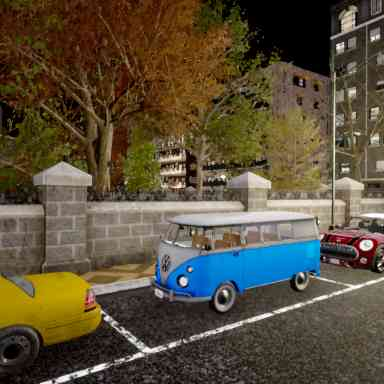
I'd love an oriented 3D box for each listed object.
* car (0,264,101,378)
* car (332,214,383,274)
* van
[{"bbox_3d":[-3.608,1.525,3.976,4.829,1.417,1.752,0,1,-35],"label":"car"},{"bbox_3d":[5.678,1.442,10.584,4.097,1.590,1.967,0,1,-35],"label":"car"},{"bbox_3d":[1.106,1.342,7.328,3.998,1.788,1.690,0,1,-35],"label":"van"}]
